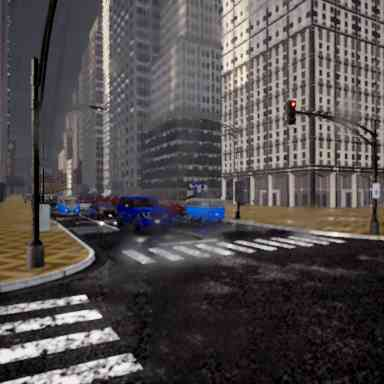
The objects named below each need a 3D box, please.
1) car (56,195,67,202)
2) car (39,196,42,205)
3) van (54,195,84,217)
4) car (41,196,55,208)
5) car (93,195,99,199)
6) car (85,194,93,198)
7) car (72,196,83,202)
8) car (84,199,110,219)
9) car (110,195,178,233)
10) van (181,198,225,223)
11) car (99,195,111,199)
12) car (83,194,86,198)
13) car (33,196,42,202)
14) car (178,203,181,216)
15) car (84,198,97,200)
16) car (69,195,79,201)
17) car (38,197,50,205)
[{"bbox_3d":[-33.717,1.618,85.747,2.128,1.511,4.902,0,0,-28],"label":"car"},{"bbox_3d":[-22.017,1.644,51.228,2.008,1.369,4.403,0,0,-28],"label":"car"},{"bbox_3d":[-11.717,1.423,31.611,1.690,1.788,3.998,0,0,-28],"label":"van"},{"bbox_3d":[-19.442,1.656,46.324,1.947,1.339,4.313,0,0,-28],"label":"car"},{"bbox_3d":[-14.598,1.627,55.124,1.887,1.381,4.507,0,0,-28],"label":"car"},{"bbox_3d":[-17.172,1.400,60.030,2.192,1.841,5.009,0,0,-28],"label":"car"},{"bbox_3d":[-27.472,1.644,79.647,2.008,1.369,4.403,0,0,-28],"label":"car"},{"bbox_3d":[-8.121,1.625,30.322,2.033,1.411,5.357,0,0,-28],"label":"car"},{"bbox_3d":[-3.198,1.293,20.943,2.150,2.045,5.566,0,0,-28],"label":"car"},{"bbox_3d":[0.951,1.406,25.754,1.690,1.788,3.998,0,0,-28],"label":"van"},{"bbox_3d":[-12.022,1.395,50.220,2.192,1.841,5.009,0,0,-28],"label":"car"},{"bbox_3d":[-19.748,1.653,64.934,1.947,1.339,4.313,0,0,-28],"label":"car"},{"bbox_3d":[-37.467,1.688,80.655,1.802,1.307,4.206,0,0,-28],"label":"car"},{"bbox_3d":[-1.704,1.613,30.615,1.887,1.381,4.507,0,0,-28],"label":"car"},{"bbox_3d":[-12.867,1.684,39.394,1.895,1.301,4.718,0,0,-28],"label":"car"},{"bbox_3d":[-30.126,1.620,84.702,1.752,1.417,4.829,0,0,-28],"label":"car"},{"bbox_3d":[-27.167,1.679,61.037,1.802,1.307,4.206,0,0,-28],"label":"car"}]
